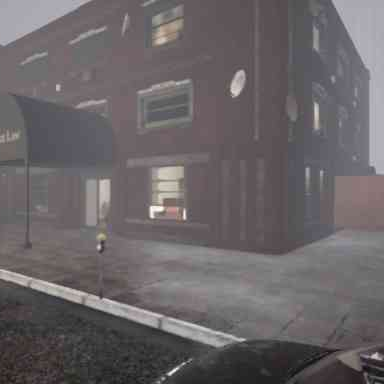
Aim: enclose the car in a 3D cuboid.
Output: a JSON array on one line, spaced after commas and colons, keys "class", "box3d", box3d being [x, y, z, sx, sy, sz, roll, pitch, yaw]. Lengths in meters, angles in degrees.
[{"class": "car", "box3d": [1.654, 1.553, 1.698, 4.403, 1.369, 2.008, 0, 0, 36]}]
